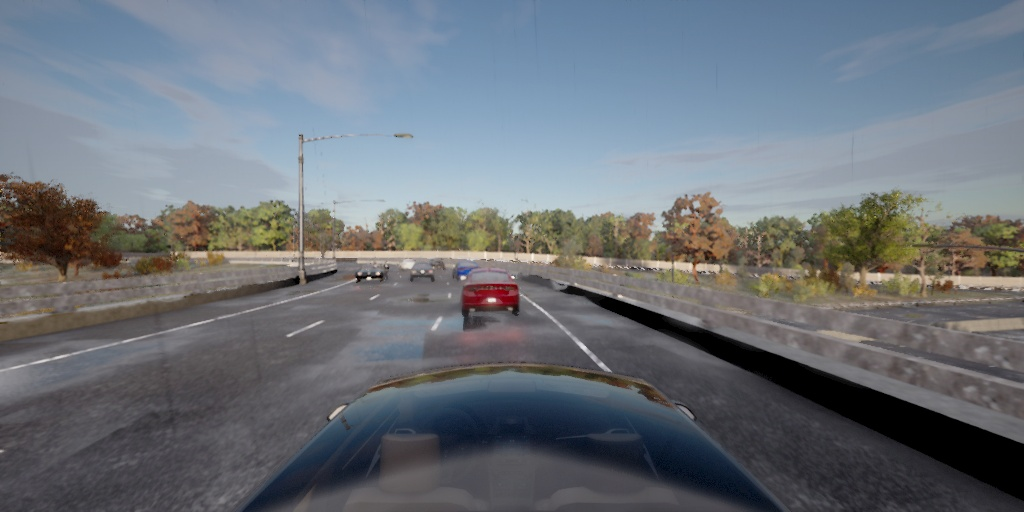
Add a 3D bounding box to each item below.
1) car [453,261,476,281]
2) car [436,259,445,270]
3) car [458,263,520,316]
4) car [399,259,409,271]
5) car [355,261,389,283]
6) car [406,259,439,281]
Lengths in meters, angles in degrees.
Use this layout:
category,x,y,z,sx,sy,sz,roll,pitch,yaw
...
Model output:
category,x,y,z,sx,sy,sz,roll,pitch,yaw
car,-3.666,1.130,28.795,1.882,1.535,5.008,0,0,-14
car,-10.144,1.102,47.235,1.837,1.490,4.892,0,0,-24
car,-0.880,1.184,13.320,1.882,1.535,5.008,0,0,-6
car,-13.310,1.136,45.757,1.812,1.442,4.674,0,0,-24
car,-10.604,1.276,27.421,1.895,1.301,4.718,0,0,-14
car,-7.265,1.209,28.960,2.033,1.411,5.357,0,0,-15
